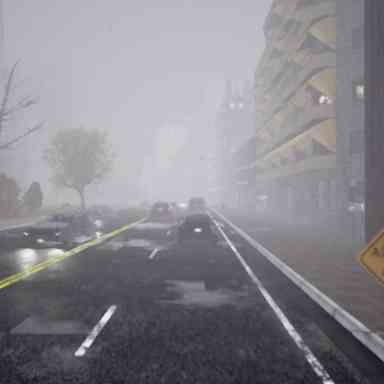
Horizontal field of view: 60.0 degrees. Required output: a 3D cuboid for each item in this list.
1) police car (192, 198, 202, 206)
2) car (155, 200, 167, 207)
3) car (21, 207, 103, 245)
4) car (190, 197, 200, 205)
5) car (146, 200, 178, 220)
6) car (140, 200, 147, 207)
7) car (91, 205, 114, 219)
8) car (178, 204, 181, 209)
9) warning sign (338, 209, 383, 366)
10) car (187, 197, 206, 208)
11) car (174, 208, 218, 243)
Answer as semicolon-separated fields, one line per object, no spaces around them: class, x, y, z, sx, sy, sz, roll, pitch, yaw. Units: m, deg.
police car;1.089;2.280;74.947;1.930;1.638;5.238;0;-1;-2
car;-6.151;2.277;67.284;2.033;1.411;5.357;0;-1;-1
car;-6.410;1.713;16.801;2.033;1.411;5.357;0;-1;1
car;0.648;2.195;84.946;2.150;2.045;5.566;0;-1;-3
car;-2.793;1.701;32.089;2.097;1.767;4.553;0;-1;1
car;-9.400;2.264;67.172;2.033;1.411;5.357;0;-1;-1
car;-9.349;1.939;33.424;1.895;1.301;4.718;0;-1;1
car;-2.650;2.034;46.285;1.812;1.442;4.674;0;-1;1
warning sign;2.877;1.179;4.547;1.300;1.860;1.060;0;-1;1
car;0.598;1.688;41.469;2.150;2.045;5.566;0;-1;1
car;0.297;1.763;17.415;1.994;1.385;4.181;0;-1;1
